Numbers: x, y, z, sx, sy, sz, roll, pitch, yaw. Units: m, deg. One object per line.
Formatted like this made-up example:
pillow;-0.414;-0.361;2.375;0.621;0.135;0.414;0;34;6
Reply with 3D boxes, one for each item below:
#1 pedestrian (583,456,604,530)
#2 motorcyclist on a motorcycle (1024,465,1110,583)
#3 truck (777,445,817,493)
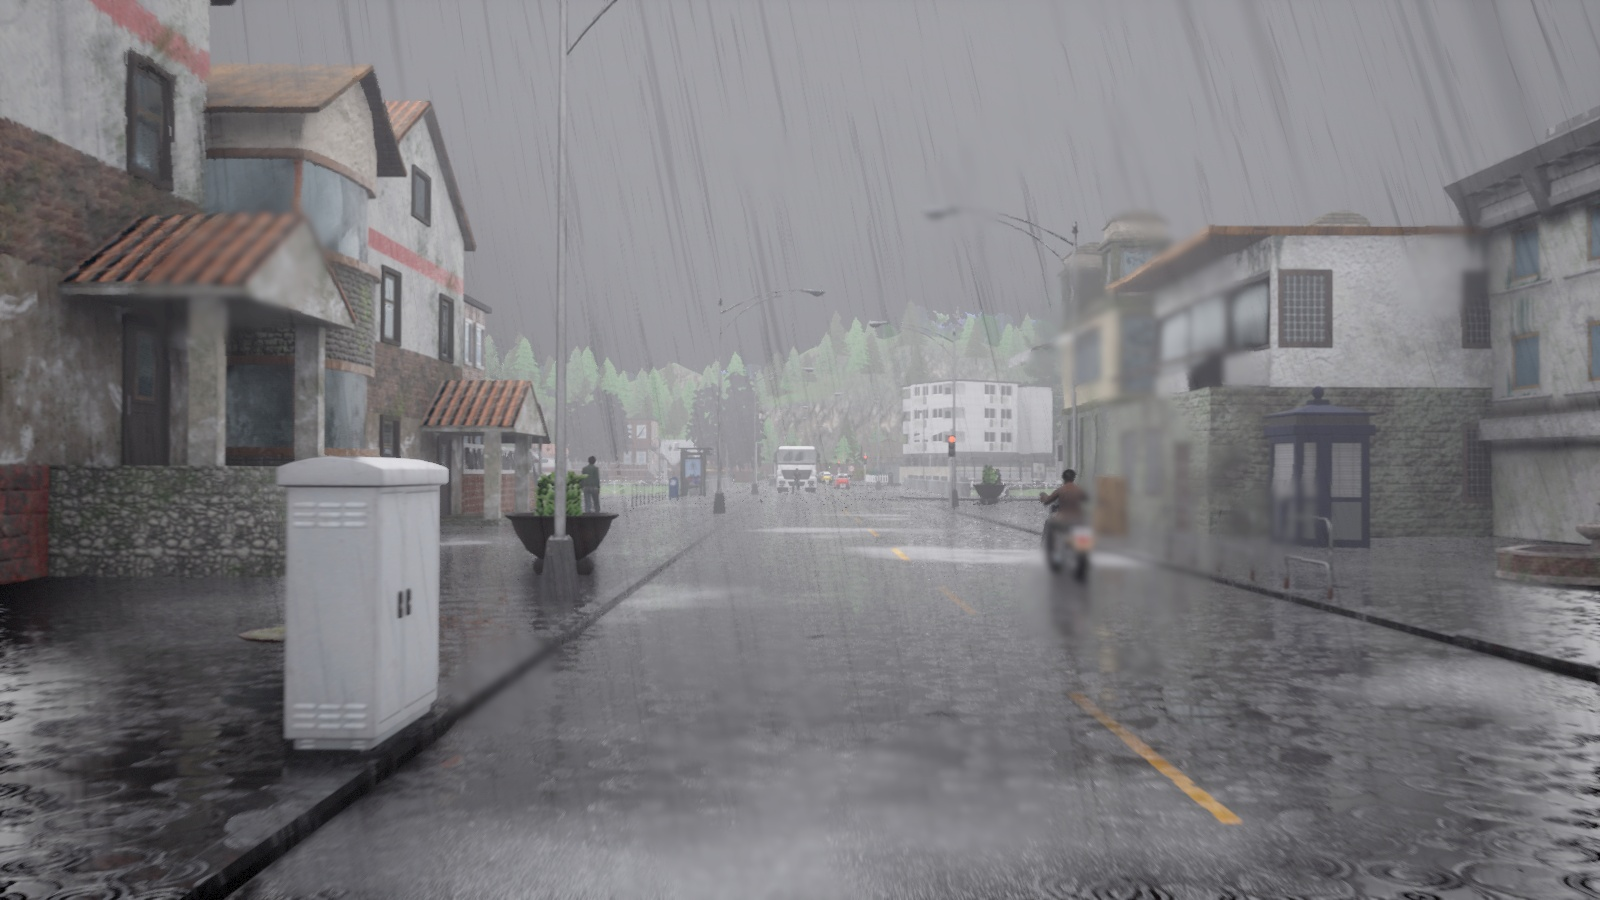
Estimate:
pedestrian;-5.221;1.078;31.801;0.353;1.847;0.614;0;-1;8
motorcyclist on a motorcycle;3.953;1.064;18.778;0.766;1.649;2.350;0;-1;0
truck;-0.234;1.410;94.153;2.891;3.462;7.936;0;-1;0
